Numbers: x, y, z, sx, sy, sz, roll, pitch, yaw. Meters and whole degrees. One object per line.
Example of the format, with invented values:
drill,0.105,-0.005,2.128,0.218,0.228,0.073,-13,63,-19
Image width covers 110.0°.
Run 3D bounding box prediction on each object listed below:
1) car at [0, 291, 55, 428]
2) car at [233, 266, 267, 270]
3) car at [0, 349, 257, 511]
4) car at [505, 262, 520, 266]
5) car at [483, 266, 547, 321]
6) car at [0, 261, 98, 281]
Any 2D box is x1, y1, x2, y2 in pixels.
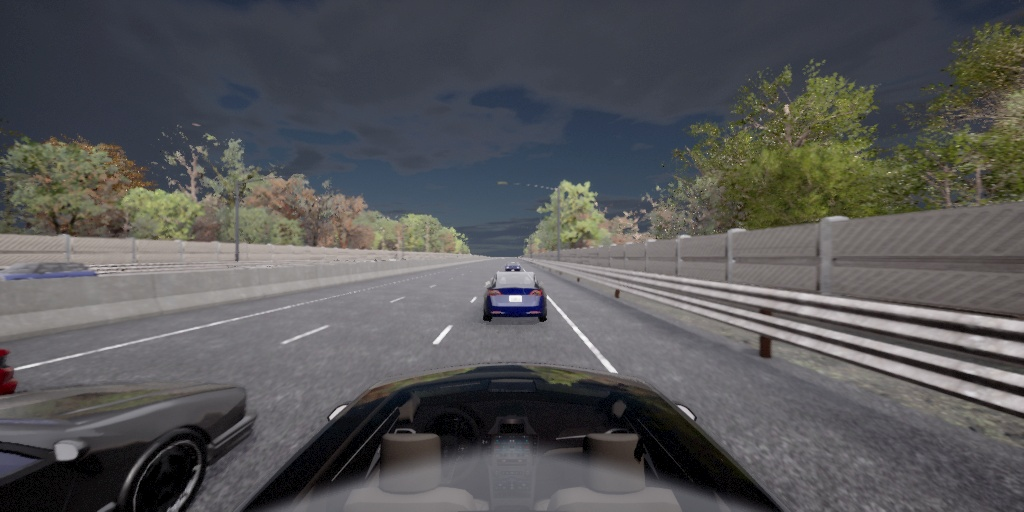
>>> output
car,-6.897,1.228,2.166,1.882,1.535,5.008,0,0,0
car,-17.573,1.356,23.765,1.895,1.301,4.718,0,0,0
car,-3.401,1.298,0.984,2.033,1.411,5.357,0,0,0
car,0.099,1.360,43.261,1.895,1.301,4.718,0,0,0
car,0.101,1.256,12.500,2.163,1.488,4.792,0,0,0
car,-24.590,1.106,18.460,2.097,1.767,4.553,0,0,0
